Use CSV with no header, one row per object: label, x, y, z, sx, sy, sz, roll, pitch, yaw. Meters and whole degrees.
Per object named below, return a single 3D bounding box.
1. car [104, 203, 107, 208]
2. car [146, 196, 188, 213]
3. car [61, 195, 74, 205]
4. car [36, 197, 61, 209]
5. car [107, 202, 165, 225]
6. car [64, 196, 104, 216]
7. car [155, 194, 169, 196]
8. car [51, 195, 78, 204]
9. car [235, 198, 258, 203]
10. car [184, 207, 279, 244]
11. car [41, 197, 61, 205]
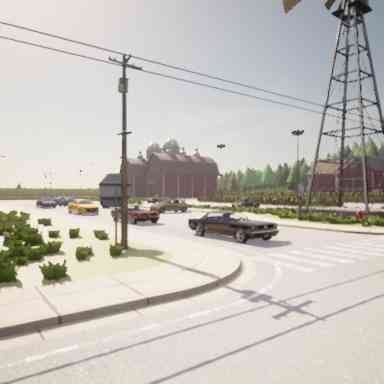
car,-10.905,1.303,46.347,3.866,1.878,1.905,0,0,-36
car,-2.494,1.495,35.795,4.193,1.474,1.816,0,0,-36
car,-18.858,1.484,50.415,2.128,1.511,4.902,0,0,-36
car,-20.378,1.542,46.394,2.033,1.411,5.357,0,0,-36
car,-4.224,1.595,24.396,1.895,1.301,4.718,0,0,-36
car,-10.946,1.472,33.497,1.882,1.535,5.008,0,0,-36
car,-6.212,1.292,62.393,4.605,1.855,1.932,0,0,-36
car,-25.182,1.470,65.894,4.611,1.667,2.242,0,0,-36
car,7.191,1.503,44.346,3.905,1.438,1.784,0,0,-36
car,1.878,1.595,16.161,1.895,1.301,4.718,0,0,-37
car,-25.017,1.540,58.745,2.033,1.411,5.357,0,0,-36
